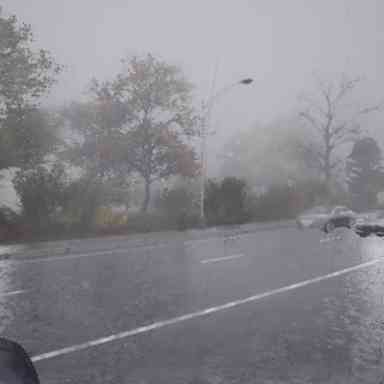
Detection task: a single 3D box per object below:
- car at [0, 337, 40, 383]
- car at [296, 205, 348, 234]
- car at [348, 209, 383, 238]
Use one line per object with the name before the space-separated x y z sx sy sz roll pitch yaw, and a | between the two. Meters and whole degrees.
car | -2.976 1.565 1.747 4.181 1.385 1.994 0 0 -35
car | 8.045 1.541 19.807 4.902 1.511 2.128 0 0 -42
car | 10.356 1.596 17.158 5.357 1.411 2.033 0 0 -42
